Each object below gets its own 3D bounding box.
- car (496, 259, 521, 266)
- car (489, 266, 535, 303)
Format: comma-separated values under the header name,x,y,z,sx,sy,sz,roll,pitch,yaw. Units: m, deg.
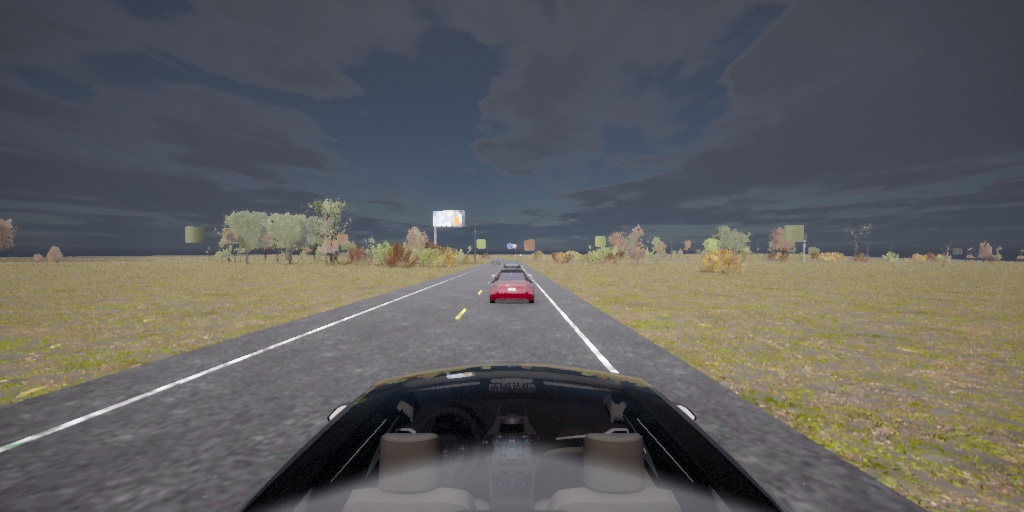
name,x,y,z,sx,sy,sz,roll,pitch,yaw
car,0.000,1.241,31.503,2.128,1.511,4.902,0,0,0
car,0.000,1.319,16.502,1.994,1.385,4.181,0,0,0
